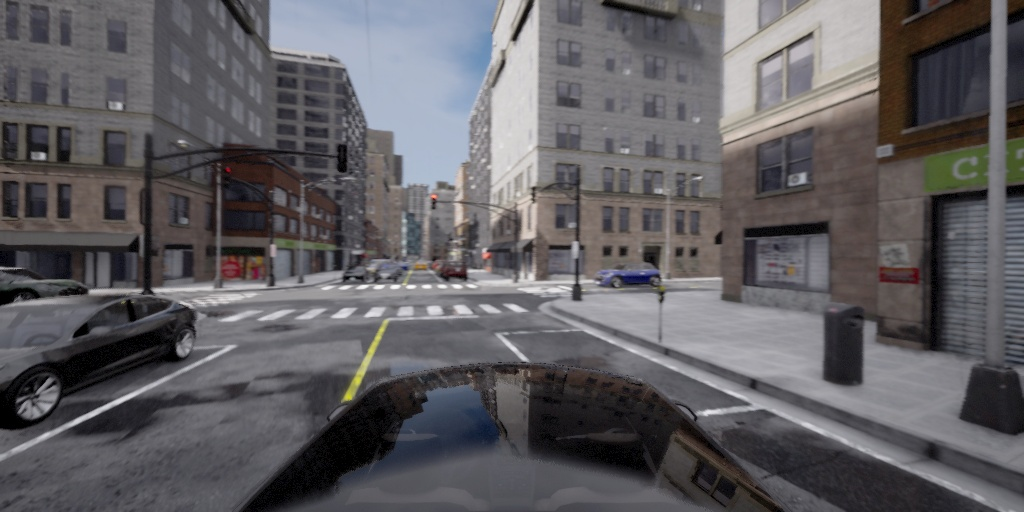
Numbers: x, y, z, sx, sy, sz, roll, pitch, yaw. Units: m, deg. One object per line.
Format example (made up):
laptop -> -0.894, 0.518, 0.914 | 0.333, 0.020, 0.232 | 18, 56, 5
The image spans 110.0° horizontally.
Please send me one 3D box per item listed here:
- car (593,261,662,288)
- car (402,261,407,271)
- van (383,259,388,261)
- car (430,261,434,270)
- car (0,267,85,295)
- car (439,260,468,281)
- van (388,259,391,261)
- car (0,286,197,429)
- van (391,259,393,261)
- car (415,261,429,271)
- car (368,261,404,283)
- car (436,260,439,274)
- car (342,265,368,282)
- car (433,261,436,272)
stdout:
car -> 7.956, 1.226, 24.845 | 4.553, 1.767, 2.097 | 0, 0, -16
car -> -13.625, 1.588, 41.724 | 2.033, 1.411, 5.357 | 1, 0, -15
van -> -17.830, 1.407, 47.535 | 1.690, 1.789, 3.998 | 0, 0, -15
car -> -11.007, 1.508, 55.113 | 2.192, 1.841, 5.009 | 0, 0, -15
car -> -19.969, 1.221, 14.074 | 4.553, 1.767, 2.097 | 0, 0, -15
car -> -5.308, 1.339, 33.509 | 2.192, 1.841, 5.009 | 0, 0, -15
van -> -19.256, 1.448, 52.936 | 1.690, 1.789, 3.998 | 0, 0, -15
car -> -6.692, 1.297, 5.352 | 1.948, 1.339, 4.313 | 0, 0, -15
van -> -20.682, 1.489, 58.337 | 1.690, 1.789, 3.998 | 0, 0, -15
car -> -15.464, 1.691, 60.810 | 1.882, 1.535, 5.008 | 1, -1, -15
car -> -10.845, 1.450, 31.185 | 2.128, 1.511, 4.902 | 1, -1, -15
car -> -6.733, 1.382, 38.910 | 2.192, 1.841, 5.009 | 0, 0, -15
car -> -13.552, 1.505, 31.333 | 1.948, 1.339, 4.313 | 0, 0, -15
car -> -9.626, 1.677, 49.876 | 1.751, 1.417, 4.829 | 0, 0, -15
